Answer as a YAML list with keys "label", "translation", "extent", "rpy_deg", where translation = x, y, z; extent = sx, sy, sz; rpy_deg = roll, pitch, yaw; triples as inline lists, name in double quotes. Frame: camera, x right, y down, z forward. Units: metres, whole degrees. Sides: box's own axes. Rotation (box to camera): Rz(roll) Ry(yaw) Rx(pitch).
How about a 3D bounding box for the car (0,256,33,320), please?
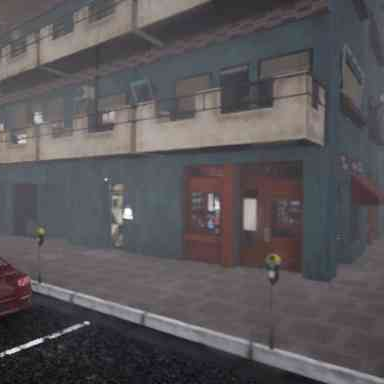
- label: "car"
  translation: [-4.585, 1.599, 6.135]
  extent: [4.206, 1.307, 1.802]
  rpy_deg: [0, 1, 36]
